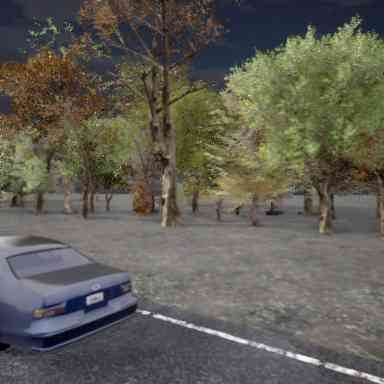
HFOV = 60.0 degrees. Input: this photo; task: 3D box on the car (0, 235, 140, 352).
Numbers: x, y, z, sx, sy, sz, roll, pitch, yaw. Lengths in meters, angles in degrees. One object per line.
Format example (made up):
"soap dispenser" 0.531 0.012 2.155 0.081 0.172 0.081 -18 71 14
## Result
"car" -3.399 1.536 6.111 5.357 1.411 2.033 0 0 36
